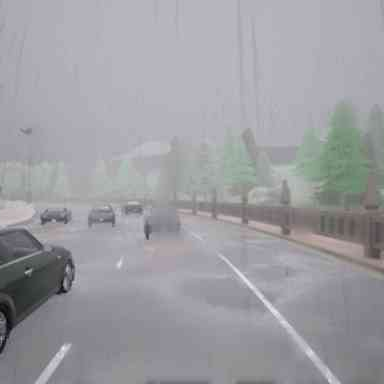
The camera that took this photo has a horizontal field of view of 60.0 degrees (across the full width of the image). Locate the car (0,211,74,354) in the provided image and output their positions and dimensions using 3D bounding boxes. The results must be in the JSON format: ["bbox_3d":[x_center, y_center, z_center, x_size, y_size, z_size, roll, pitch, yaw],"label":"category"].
[{"bbox_3d":[-3.769,1.409,6.089,2.097,1.767,4.553,0,0,-3],"label":"car"}]

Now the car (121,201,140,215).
[{"bbox_3d":[-6.715,1.721,36.878,1.882,1.535,5.008,0,0,-20],"label":"car"}]

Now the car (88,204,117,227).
[{"bbox_3d":[-6.601,1.666,24.554,2.128,1.511,4.902,0,0,-13],"label":"car"}]

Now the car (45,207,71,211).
[{"bbox_3d":[-10.630,1.810,26.354,1.895,1.301,4.718,0,0,-15],"label":"car"}]

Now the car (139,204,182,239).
[{"bbox_3d":[-1.695,1.602,18.246,2.128,1.511,4.902,0,0,-9],"label":"car"}]
